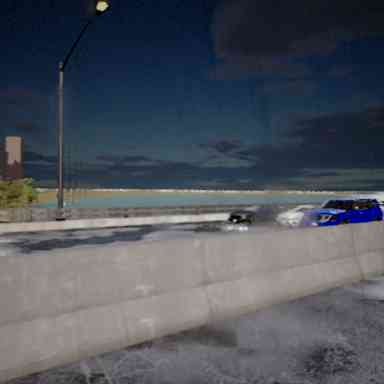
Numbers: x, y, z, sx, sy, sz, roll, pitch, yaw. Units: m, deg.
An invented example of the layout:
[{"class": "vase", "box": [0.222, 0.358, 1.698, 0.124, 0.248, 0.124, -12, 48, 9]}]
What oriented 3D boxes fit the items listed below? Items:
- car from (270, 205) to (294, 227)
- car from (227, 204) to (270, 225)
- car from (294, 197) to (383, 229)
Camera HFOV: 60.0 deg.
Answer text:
[{"class": "car", "box": [7.663, 1.619, 22.266, 4.674, 1.442, 1.812, 0, 0, -35]}, {"class": "car", "box": [5.183, 1.638, 24.805, 5.357, 1.411, 2.033, 0, 0, -35]}, {"class": "car", "box": [8.491, 1.308, 18.572, 5.566, 2.045, 2.150, 0, 0, -35]}]
